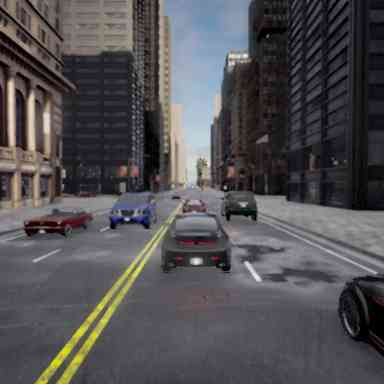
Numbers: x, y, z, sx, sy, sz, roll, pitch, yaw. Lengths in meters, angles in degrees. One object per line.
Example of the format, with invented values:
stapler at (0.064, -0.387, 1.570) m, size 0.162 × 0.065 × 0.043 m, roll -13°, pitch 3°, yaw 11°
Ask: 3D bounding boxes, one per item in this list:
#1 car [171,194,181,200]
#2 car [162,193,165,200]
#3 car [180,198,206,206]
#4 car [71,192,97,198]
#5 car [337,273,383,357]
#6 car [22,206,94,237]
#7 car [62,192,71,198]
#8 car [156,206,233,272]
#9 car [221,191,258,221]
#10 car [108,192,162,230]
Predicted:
car at (-3.090, 0.960, 64.738) m, size 1.895 × 1.301 × 4.718 m, roll 0°, pitch 1°, yaw 0°
car at (-6.341, 0.819, 64.773) m, size 2.128 × 1.511 × 4.902 m, roll 0°, pitch 1°, yaw 0°
car at (0.160, 1.245, 26.582) m, size 1.812 × 1.442 × 4.674 m, roll 0°, pitch 1°, yaw 0°
car at (-22.605, 0.637, 70.901) m, size 4.507 × 1.381 × 1.887 m, roll 1°, pitch 1°, yaw 0°
car at (3.333, 1.527, 3.700) m, size 1.994 × 1.385 × 4.181 m, roll 0°, pitch 1°, yaw 0°
car at (-6.560, 1.417, 16.778) m, size 1.895 × 1.301 × 4.718 m, roll 0°, pitch 1°, yaw 0°
car at (-28.060, 0.569, 70.881) m, size 4.829 × 1.417 × 1.752 m, roll 1°, pitch 1°, yaw 0°
car at (0.117, 1.394, 10.407) m, size 1.837 × 1.490 × 4.892 m, roll 0°, pitch 1°, yaw 0°
car at (3.404, 0.964, 24.655) m, size 2.150 × 2.045 × 5.566 m, roll 0°, pitch 1°, yaw 0°
car at (-3.303, 1.009, 19.730) m, size 2.150 × 2.045 × 5.566 m, roll 0°, pitch 1°, yaw 0°
